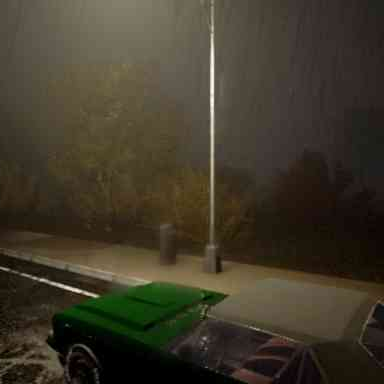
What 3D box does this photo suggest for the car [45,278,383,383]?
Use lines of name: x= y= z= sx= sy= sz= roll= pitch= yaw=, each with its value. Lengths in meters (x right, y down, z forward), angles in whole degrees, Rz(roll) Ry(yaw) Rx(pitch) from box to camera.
car: x=0.631 y=1.594 z=3.264 sx=4.718 sy=1.301 sz=1.895 roll=0 pitch=0 yaw=36
